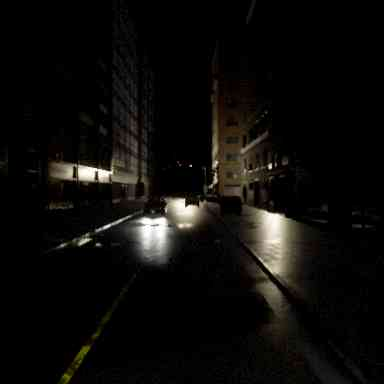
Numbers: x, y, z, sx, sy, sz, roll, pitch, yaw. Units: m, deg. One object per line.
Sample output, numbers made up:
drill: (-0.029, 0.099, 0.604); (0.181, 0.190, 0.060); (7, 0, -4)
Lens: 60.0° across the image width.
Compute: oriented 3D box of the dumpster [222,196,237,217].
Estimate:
dumpster: (3.135, 1.200, 28.049); (1.020, 1.700, 1.940); (0, 0, 0)

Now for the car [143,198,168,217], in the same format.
car: (-3.096, 1.290, 28.894); (2.128, 1.511, 4.902); (0, 0, 0)

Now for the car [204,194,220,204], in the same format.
car: (2.735, 1.097, 52.561); (4.902, 1.511, 2.128); (0, 0, -32)

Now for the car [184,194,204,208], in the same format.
car: (0.046, 1.194, 41.832); (2.128, 1.511, 4.902); (0, 0, 1)
